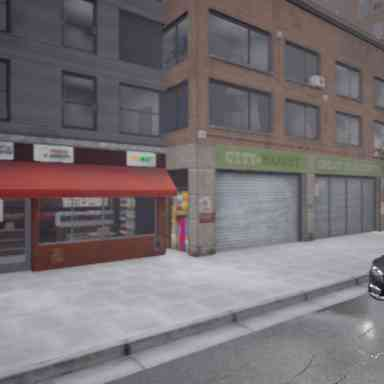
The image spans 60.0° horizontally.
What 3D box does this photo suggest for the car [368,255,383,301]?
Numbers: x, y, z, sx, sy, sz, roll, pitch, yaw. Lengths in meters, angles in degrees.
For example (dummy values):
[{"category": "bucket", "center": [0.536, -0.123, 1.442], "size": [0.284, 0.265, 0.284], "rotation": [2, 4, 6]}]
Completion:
[{"category": "car", "center": [5.674, 1.493, 7.119], "size": [4.902, 1.511, 2.128], "rotation": [0, 0, -36]}]
